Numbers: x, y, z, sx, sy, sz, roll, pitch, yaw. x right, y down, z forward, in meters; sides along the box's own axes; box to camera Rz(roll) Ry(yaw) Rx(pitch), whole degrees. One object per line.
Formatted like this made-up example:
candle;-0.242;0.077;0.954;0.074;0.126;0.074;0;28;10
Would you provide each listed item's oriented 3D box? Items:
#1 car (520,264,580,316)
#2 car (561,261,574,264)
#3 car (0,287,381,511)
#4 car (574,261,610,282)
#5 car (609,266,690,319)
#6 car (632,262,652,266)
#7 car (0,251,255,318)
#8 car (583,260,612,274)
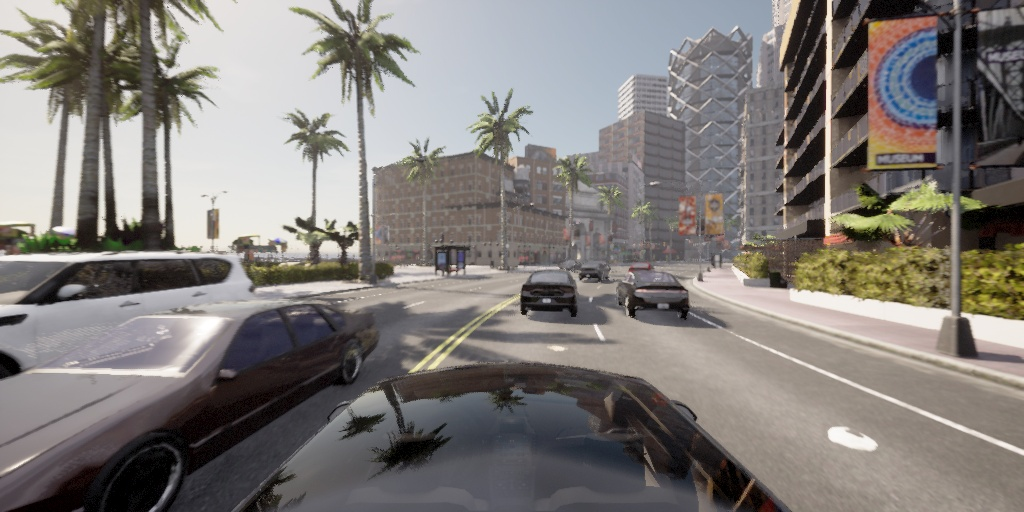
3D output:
car;1.511;1.247;13.591;1.882;1.535;5.008;0;0;10
car;7.582;1.339;46.310;1.837;1.490;4.892;0;0;31
car;-3.411;1.279;4.251;2.033;1.411;5.357;0;0;3
car;6.982;1.320;30.331;1.837;1.490;4.892;0;0;25
car;4.952;1.281;13.076;2.128;1.511;4.902;0;0;10
car;11.626;1.323;31.862;1.882;1.535;5.008;0;0;27
car;-6.786;0.934;5.579;2.150;2.045;5.566;0;0;4
car;10.831;1.343;44.918;2.128;1.511;4.902;0;0;31
